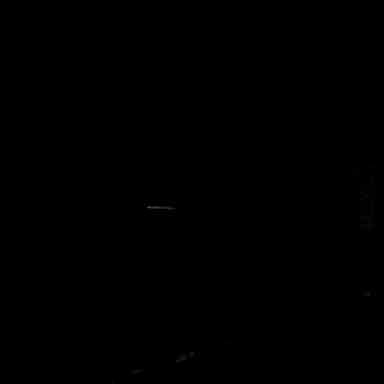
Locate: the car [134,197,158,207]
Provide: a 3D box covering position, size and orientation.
[{"bbox_3d":[-6.894,1.465,49.815,1.895,1.301,4.718,1,0,-35],"label":"car"}]
